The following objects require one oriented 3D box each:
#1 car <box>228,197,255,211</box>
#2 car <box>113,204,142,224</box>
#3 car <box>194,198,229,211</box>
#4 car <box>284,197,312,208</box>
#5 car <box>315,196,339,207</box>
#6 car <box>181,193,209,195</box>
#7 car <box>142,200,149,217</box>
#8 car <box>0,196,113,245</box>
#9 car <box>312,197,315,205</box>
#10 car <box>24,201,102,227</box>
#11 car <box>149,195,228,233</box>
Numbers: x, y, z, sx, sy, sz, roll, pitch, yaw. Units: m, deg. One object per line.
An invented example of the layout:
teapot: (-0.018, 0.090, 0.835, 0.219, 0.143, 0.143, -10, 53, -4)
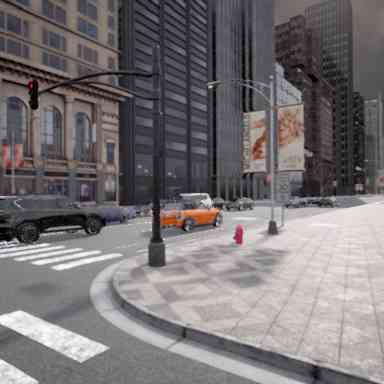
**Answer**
car: (5.723, 1.422, 39.202, 1.837, 1.490, 4.892, -1, 0, 35)
car: (-6.157, 1.515, 22.473, 2.033, 1.411, 5.357, -1, 0, 35)
car: (2.394, 1.450, 40.130, 1.837, 1.490, 4.892, -1, 0, 35)
car: (14.165, 1.420, 45.234, 2.033, 1.411, 5.357, -1, 0, 36)
car: (19.282, 1.347, 46.760, 1.837, 1.490, 4.892, -1, 0, 35)
car: (-0.266, 1.163, 30.783, 2.150, 2.045, 5.566, -1, 0, 35)
car: (-3.625, 1.475, 31.660, 1.837, 1.490, 4.892, -1, 0, 35)
car: (-6.742, 1.178, 15.687, 2.150, 2.045, 5.566, -1, 0, 35)
car: (19.683, 1.461, 53.113, 1.895, 1.301, 4.718, -1, 0, 35)
car: (-9.116, 1.485, 24.003, 2.128, 1.511, 4.902, -1, 0, 33)
car: (-0.068, 1.265, 19.478, 2.097, 1.767, 4.553, -1, 0, 35)
